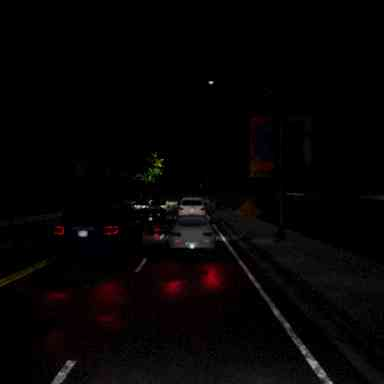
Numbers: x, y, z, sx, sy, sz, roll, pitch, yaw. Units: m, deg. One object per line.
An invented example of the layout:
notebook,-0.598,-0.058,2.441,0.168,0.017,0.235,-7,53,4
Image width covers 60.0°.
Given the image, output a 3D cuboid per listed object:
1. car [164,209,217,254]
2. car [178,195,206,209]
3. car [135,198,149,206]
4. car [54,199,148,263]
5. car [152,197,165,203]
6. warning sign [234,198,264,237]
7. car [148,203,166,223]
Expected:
car,0.019,1.653,13.911,1.812,1.442,4.674,0,0,0
car,0.009,1.460,27.582,2.150,2.045,5.566,0,0,0
car,-9.760,1.970,64.963,1.994,1.385,4.181,0,0,0
car,-3.242,1.341,12.603,2.150,2.045,5.566,0,0,0
car,-6.523,1.760,64.666,2.097,1.767,4.553,0,0,1
warning sign,2.834,1.266,16.728,1.300,1.860,1.060,-1,-1,0
car,-3.235,1.841,28.282,1.895,1.301,4.718,0,0,0
